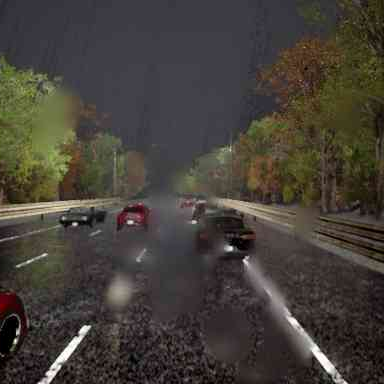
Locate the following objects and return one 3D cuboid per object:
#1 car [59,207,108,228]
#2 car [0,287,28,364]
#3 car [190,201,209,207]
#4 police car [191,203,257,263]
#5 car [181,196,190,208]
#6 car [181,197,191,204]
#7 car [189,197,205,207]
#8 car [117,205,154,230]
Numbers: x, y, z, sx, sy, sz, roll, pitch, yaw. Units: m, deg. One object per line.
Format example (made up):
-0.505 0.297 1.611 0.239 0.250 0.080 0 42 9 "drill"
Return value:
-7.002 1.614 22.026 1.895 1.301 4.718 0 0 -1 "car"
-3.406 1.563 3.186 1.994 1.385 4.181 0 0 0 "car"
0.957 1.540 22.121 1.812 1.442 4.674 0 0 -1 "car"
1.037 1.428 12.166 1.930 1.638 5.238 0 0 0 "police car"
-0.586 1.428 48.516 2.097 1.767 4.553 0 0 -1 "car"
-1.172 1.656 65.473 1.812 1.442 4.674 0 0 -2 "car"
0.873 1.481 28.350 1.801 1.575 5.366 0 0 -1 "car"
-3.492 1.538 20.975 1.812 1.442 4.674 0 0 -1 "car"
